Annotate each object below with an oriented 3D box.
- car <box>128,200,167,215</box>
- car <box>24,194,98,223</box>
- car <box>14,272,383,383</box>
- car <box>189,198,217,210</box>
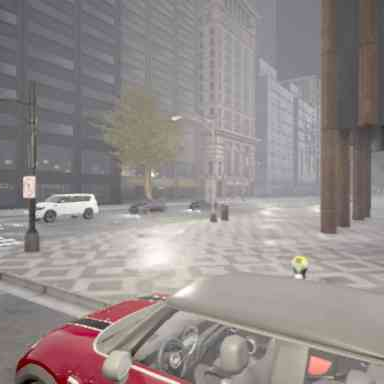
[{"bbox_3d":[-4.391,1.483,33.411,1.994,1.385,4.181,0,0,35],"label":"car"},{"bbox_3d":[-9.898,1.162,25.657,2.150,2.045,5.566,0,0,35],"label":"car"},{"bbox_3d":[0.301,1.439,2.743,4.097,1.590,1.967,0,0,35],"label":"car"},{"bbox_3d":[1.429,1.462,41.591,1.994,1.385,4.181,0,0,36],"label":"car"}]
